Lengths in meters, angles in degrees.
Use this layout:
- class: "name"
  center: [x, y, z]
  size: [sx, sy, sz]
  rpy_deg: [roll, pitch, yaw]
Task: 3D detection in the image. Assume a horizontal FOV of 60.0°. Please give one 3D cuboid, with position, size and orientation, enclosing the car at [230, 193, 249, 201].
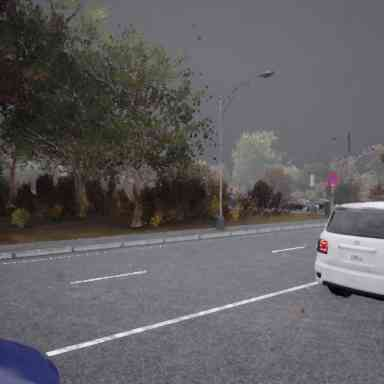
- class: "car"
  center: [7.294, 1.212, 47.085]
  size: [2.150, 2.045, 5.566]
  rpy_deg: [0, 0, -32]

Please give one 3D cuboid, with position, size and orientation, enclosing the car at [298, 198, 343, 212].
- class: "car"
  center: [15.569, 1.490, 40.540]
  size: [2.128, 1.511, 4.902]
  rpy_deg: [0, 0, -32]

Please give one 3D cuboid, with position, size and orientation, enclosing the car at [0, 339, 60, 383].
- class: "car"
  center: [-3.070, 1.526, 1.553]
  size: [4.674, 1.442, 1.812]
  rpy_deg: [0, 0, -36]

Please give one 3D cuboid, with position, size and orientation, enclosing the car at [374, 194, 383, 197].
- class: "car"
  center: [21.760, 1.220, 37.673]
  size: [2.150, 2.045, 5.566]
  rpy_deg: [0, 0, -32]

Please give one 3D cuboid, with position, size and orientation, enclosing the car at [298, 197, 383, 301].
- class: "car"
  center: [5.050, 1.221, 7.356]
  size: [5.566, 2.045, 2.150]
  rpy_deg: [0, 0, -35]

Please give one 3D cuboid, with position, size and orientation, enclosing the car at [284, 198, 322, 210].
- class: "car"
  center: [12.539, 1.490, 38.756]
  size: [2.128, 1.511, 4.902]
  rpy_deg: [0, 0, -33]
